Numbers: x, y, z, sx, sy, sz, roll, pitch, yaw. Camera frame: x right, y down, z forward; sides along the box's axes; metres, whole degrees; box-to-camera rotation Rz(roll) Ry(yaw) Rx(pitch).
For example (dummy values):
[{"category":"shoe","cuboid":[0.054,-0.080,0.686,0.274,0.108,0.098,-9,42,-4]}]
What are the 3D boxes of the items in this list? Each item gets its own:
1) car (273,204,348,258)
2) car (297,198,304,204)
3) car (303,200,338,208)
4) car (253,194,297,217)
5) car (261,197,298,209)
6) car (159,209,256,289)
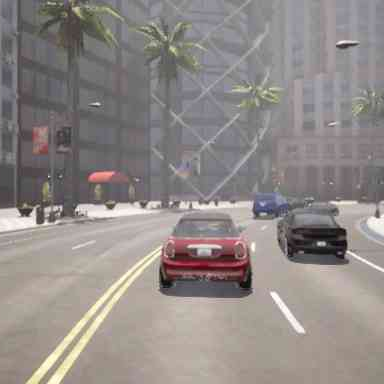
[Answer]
[{"category":"car","cuboid":[4.423,1.456,12.843,1.882,1.535,5.008,0,0,9]},{"category":"car","cuboid":[12.203,1.436,40.636,4.892,1.490,1.837,0,-1,-39]},{"category":"car","cuboid":[11.843,1.514,29.941,1.994,1.385,4.181,0,0,36]},{"category":"car","cuboid":[7.232,1.172,29.544,2.150,2.045,5.566,0,0,32]},{"category":"car","cuboid":[11.753,1.416,44.679,4.902,1.511,2.128,0,0,-36]},{"category":"car","cuboid":[0.455,1.335,9.391,2.097,1.767,4.553,0,0,5]}]
